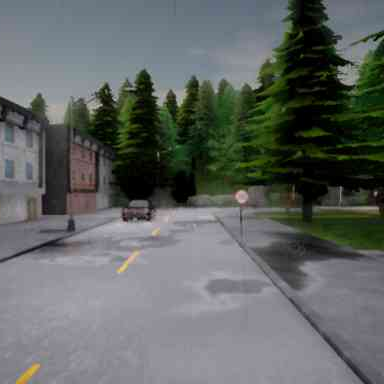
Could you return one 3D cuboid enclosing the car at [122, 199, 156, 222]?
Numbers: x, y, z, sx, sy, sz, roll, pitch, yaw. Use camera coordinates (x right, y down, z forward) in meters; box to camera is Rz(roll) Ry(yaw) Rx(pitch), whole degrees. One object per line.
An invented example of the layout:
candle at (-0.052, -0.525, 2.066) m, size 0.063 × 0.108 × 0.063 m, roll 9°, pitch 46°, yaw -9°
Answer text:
car at (-4.099, 1.346, 26.206) m, size 2.097 × 1.767 × 4.553 m, roll 0°, pitch 0°, yaw 0°
